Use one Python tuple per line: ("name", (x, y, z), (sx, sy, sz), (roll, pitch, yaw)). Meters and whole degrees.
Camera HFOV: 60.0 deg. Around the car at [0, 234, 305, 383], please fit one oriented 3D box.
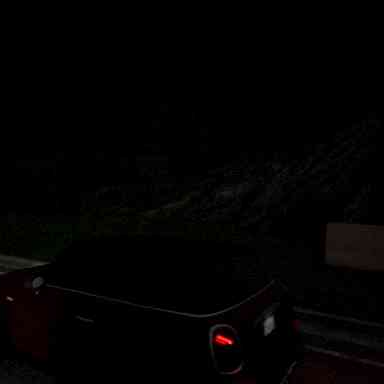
("car", (-0.975, 1.376, 4.529), (4.553, 1.767, 2.097), (-1, 0, 34))
